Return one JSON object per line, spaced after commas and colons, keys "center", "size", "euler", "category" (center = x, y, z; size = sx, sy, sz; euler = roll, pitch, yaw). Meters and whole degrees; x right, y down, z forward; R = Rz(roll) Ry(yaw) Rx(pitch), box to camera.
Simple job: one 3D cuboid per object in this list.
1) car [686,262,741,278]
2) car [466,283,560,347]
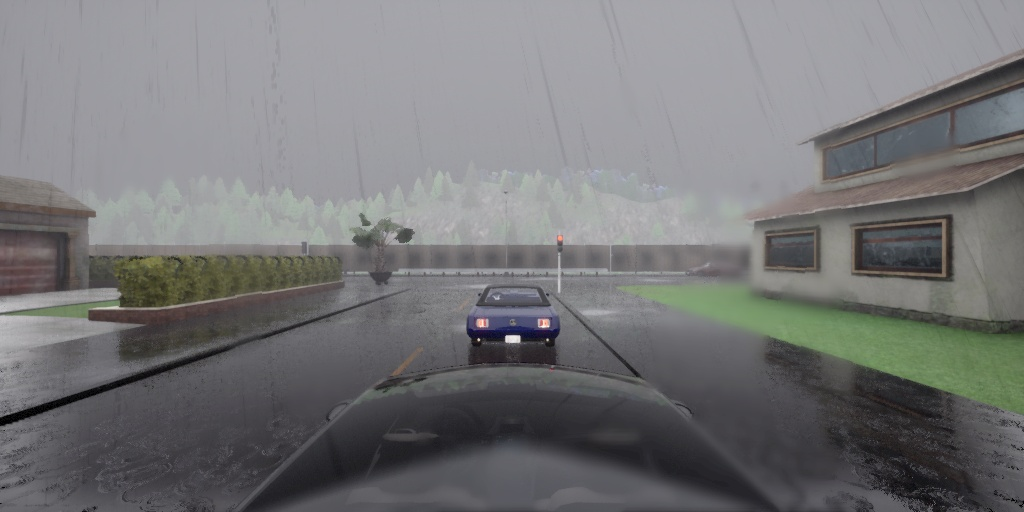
{"center": [18.531, 1.277, 33.017], "size": [4.674, 1.442, 1.812], "euler": [-1, 0, 0], "category": "car"}
{"center": [0.042, 1.351, 9.295], "size": [1.895, 1.301, 4.718], "euler": [0, 0, 1], "category": "car"}
